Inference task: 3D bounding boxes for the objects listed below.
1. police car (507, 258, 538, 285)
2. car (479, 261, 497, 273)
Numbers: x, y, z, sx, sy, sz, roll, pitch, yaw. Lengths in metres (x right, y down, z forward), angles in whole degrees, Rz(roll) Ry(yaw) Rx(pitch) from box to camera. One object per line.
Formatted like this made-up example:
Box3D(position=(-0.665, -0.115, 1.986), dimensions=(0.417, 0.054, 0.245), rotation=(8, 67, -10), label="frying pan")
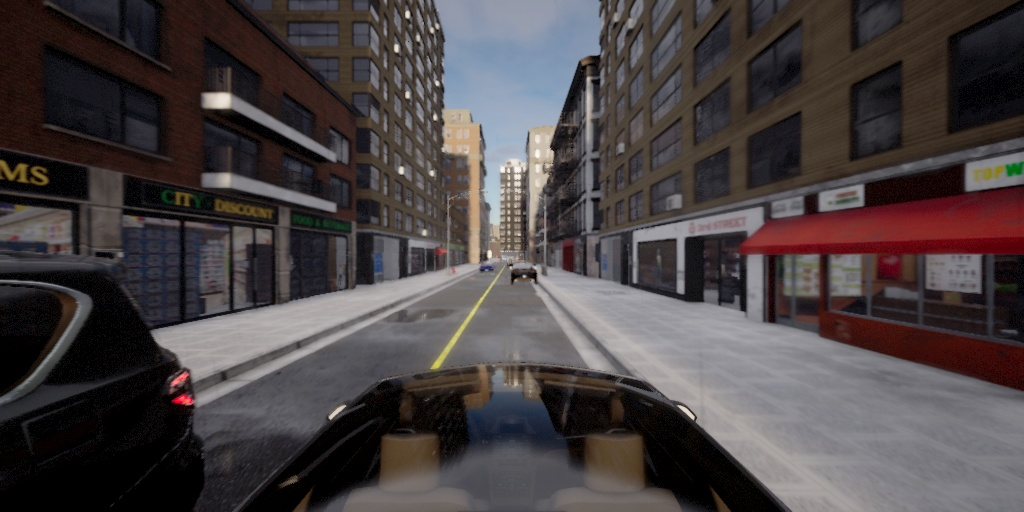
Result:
Box3D(position=(0.829, 1.149, 26.344), dimensions=(1.930, 1.638, 5.238), rotation=(0, 0, 0), label="police car")
Box3D(position=(-2.828, 1.300, 42.176), dimensions=(1.895, 1.301, 4.718), rotation=(0, 0, 0), label="car")
